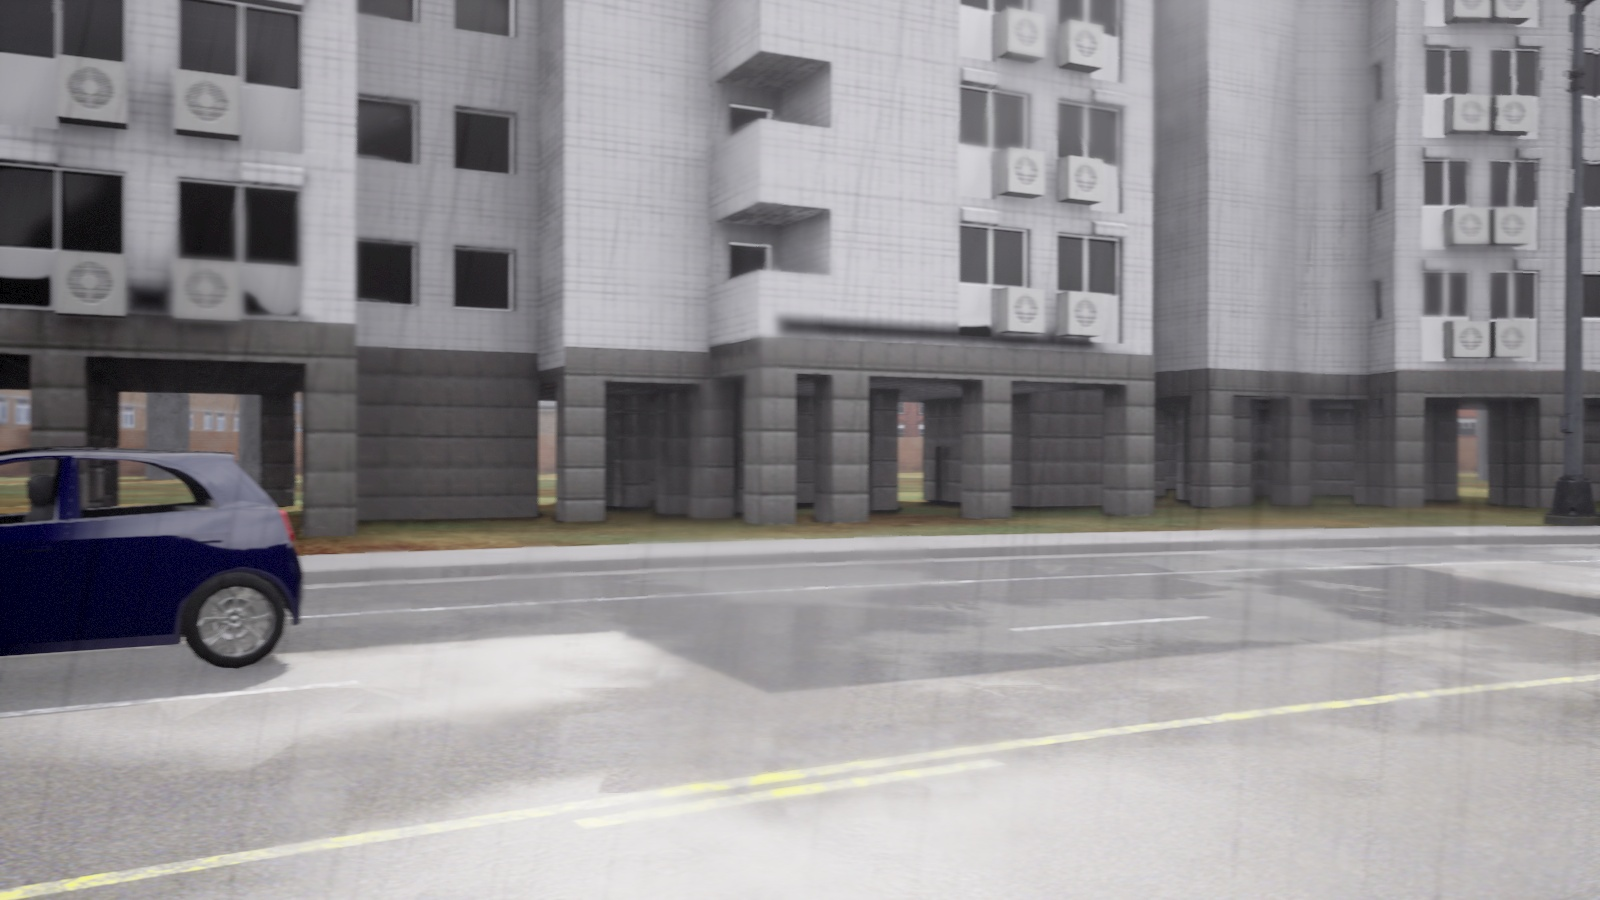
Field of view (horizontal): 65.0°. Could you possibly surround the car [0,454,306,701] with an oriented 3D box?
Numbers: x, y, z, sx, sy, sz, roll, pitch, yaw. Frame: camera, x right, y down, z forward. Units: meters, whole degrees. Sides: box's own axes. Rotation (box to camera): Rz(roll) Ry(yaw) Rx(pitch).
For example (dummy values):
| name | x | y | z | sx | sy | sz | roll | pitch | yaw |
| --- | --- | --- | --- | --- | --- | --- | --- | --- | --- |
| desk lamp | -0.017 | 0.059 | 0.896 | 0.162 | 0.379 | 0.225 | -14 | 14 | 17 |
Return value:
| name | x | y | z | sx | sy | sz | roll | pitch | yaw |
| --- | --- | --- | --- | --- | --- | --- | --- | --- | --- |
| car | -5.413 | 0.780 | 8.414 | 3.633 | 1.501 | 1.845 | 0 | 0 | -32 |
